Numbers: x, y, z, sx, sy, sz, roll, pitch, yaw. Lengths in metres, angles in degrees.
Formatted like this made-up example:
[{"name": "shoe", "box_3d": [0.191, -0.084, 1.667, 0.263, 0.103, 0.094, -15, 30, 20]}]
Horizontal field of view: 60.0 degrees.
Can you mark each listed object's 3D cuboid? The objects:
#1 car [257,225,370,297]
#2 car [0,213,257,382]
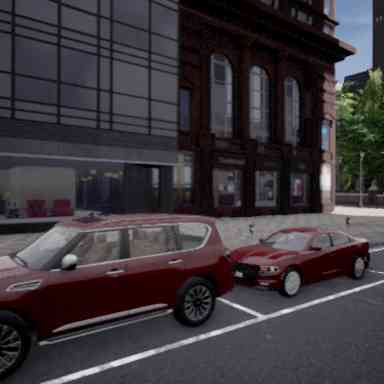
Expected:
[{"name": "car", "box_3d": [2.882, 1.605, 8.707, 4.507, 1.381, 1.887, 1, -1, -35]}, {"name": "car", "box_3d": [-1.535, 1.330, 5.559, 5.009, 1.841, 2.192, 1, -1, -35]}]
